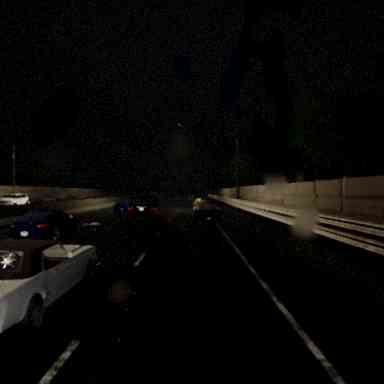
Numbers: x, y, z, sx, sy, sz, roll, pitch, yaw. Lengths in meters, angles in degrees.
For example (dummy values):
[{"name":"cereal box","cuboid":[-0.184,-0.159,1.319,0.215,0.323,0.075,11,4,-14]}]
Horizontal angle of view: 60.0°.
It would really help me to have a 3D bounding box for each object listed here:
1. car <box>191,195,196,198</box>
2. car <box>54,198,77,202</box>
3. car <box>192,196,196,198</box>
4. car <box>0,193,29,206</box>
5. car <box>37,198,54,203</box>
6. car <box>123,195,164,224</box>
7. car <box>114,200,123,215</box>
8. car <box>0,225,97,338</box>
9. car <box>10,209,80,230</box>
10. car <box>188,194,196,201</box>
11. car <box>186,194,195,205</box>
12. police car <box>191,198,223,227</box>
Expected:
[{"name":"car","cuboid":[1.074,1.482,39.627,1.801,1.575,5.366,0,0,0]},{"name":"car","cuboid":[-17.551,1.527,47.721,1.812,1.442,4.674,0,0,0]},{"name":"car","cuboid":[1.070,1.491,33.628,1.801,1.575,5.366,0,0,0]},{"name":"car","cuboid":[-24.554,1.230,45.740,2.150,2.045,5.566,0,0,0]},{"name":"car","cuboid":[-21.047,1.561,48.665,1.994,1.385,4.181,0,0,0]},{"name":"car","cuboid":[-3.385,1.258,24.975,2.150,2.045,5.566,0,0,0]},{"name":"car","cuboid":[-6.880,1.511,35.076,1.882,1.535,5.008,0,0,0]},{"name":"car","cuboid":[-3.396,1.611,6.651,1.895,1.301,4.718,0,0,0]},{"name":"car","cuboid":[-6.890,1.550,15.980,1.812,1.442,4.674,0,0,0]},{"name":"car","cuboid":[0.046,1.168,74.774,1.837,1.490,4.892,0,0,0]},{"name":"car","cuboid":[0.036,1.437,59.101,2.128,1.511,4.902,0,0,0]},{"name":"police car","cuboid":[1.064,1.460,23.549,1.930,1.638,5.238,0,0,0]}]
